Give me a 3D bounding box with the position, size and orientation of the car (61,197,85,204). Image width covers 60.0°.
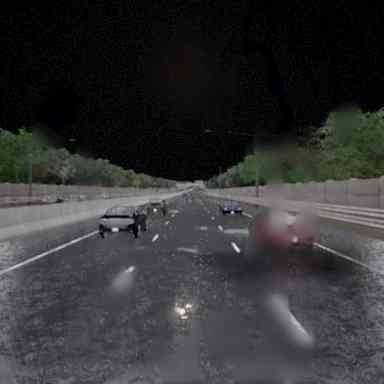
[{"bbox_3d":[-17.570,1.454,49.991,1.994,1.385,4.181,0,0,0],"label":"car"}]

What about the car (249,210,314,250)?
[{"bbox_3d":[3.597,1.489,13.972,1.812,1.442,4.674,0,0,0],"label":"car"}]

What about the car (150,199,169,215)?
[{"bbox_3d":[-3.405,1.425,33.195,1.837,1.490,4.892,0,0,0],"label":"car"}]

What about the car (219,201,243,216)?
[{"bbox_3d":[3.595,1.524,31.717,1.895,1.301,4.718,0,0,0],"label":"car"}]

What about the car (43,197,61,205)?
[{"bbox_3d":[-21.064,1.452,50.864,1.994,1.385,4.181,0,0,0],"label":"car"}]

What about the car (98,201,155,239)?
[{"bbox_3d":[-3.403,1.448,17.141,2.128,1.511,4.902,0,0,0],"label":"car"}]

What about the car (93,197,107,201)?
[{"bbox_3d":[-14.065,1.452,51.260,1.994,1.385,4.181,0,0,0],"label":"car"}]
